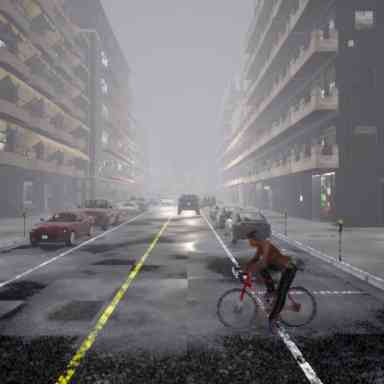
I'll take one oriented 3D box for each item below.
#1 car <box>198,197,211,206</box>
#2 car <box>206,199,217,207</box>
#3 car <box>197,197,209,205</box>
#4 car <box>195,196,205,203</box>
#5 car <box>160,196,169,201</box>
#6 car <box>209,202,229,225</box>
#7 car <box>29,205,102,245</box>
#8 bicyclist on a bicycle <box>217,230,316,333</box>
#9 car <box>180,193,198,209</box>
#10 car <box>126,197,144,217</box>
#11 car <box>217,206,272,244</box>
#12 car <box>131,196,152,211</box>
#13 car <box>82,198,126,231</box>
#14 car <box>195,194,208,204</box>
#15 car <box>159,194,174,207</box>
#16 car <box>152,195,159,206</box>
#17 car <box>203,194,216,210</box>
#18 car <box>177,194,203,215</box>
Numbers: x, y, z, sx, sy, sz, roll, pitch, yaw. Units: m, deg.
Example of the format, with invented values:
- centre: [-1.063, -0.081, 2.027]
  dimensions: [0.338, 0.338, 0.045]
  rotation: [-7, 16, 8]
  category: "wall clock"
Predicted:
- centre: [1.982, 1.571, 54.504]
  dimensions: [2.008, 1.369, 4.403]
  rotation: [1, 0, -1]
  category: "car"
- centre: [2.357, 1.532, 26.837]
  dimensions: [1.752, 1.417, 4.829]
  rotation: [1, 0, -1]
  category: "car"
- centre: [1.906, 1.568, 60.071]
  dimensions: [1.887, 1.381, 4.507]
  rotation: [1, 0, -1]
  category: "car"
- centre: [1.756, 1.581, 71.207]
  dimensions: [2.008, 1.369, 4.403]
  rotation: [1, 0, -1]
  category: "car"
- centre: [-6.776, 1.620, 82.261]
  dimensions: [1.802, 1.307, 4.206]
  rotation: [1, 0, -1]
  category: "car"
- centre: [2.434, 1.555, 21.100]
  dimensions: [2.008, 1.369, 4.403]
  rotation: [1, 0, -1]
  category: "car"
- centre: [-5.871, 1.548, 15.453]
  dimensions: [1.887, 1.381, 4.507]
  rotation: [1, 0, -1]
  category: "car"
- centre: [1.212, 1.450, 5.469]
  dimensions: [1.656, 1.620, 0.582]
  rotation: [-2, 0, -1]
  category: "bicyclist on a bicycle"
- centre: [-0.500, 1.237, 46.892]
  dimensions: [2.150, 2.045, 5.566]
  rotation: [0, 0, -4]
  category: "car"
- centre: [-6.095, 1.534, 31.985]
  dimensions: [1.752, 1.417, 4.829]
  rotation: [1, 0, -1]
  category: "car"
- centre: [2.509, 1.554, 15.533]
  dimensions: [2.008, 1.369, 4.403]
  rotation: [1, 0, -1]
  category: "car"
- centre: [-6.169, 1.326, 37.722]
  dimensions: [2.192, 1.841, 5.009]
  rotation: [1, 0, -1]
  category: "car"
- centre: [-5.943, 1.320, 21.021]
  dimensions: [2.192, 1.841, 5.009]
  rotation: [1, 0, -1]
  category: "car"
- centre: [1.834, 1.341, 65.638]
  dimensions: [2.192, 1.841, 5.009]
  rotation: [1, 0, -1]
  category: "car"
- centre: [-3.782, 1.544, 52.599]
  dimensions: [1.812, 1.442, 4.674]
  rotation: [0, 0, -1]
  category: "car"
- centre: [-6.399, 1.586, 54.425]
  dimensions: [1.947, 1.339, 4.313]
  rotation: [1, 0, -1]
  category: "car"
- centre: [2.135, 1.329, 43.370]
  dimensions: [2.192, 1.841, 5.009]
  rotation: [1, 0, -1]
  category: "car"
- centre: [-0.339, 1.229, 34.358]
  dimensions: [2.150, 2.045, 5.566]
  rotation: [0, 0, -1]
  category: "car"
